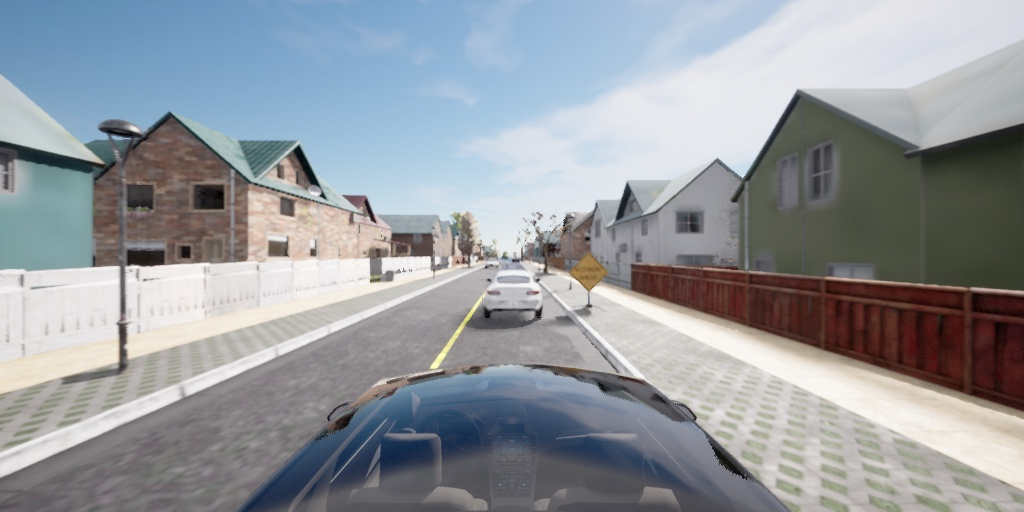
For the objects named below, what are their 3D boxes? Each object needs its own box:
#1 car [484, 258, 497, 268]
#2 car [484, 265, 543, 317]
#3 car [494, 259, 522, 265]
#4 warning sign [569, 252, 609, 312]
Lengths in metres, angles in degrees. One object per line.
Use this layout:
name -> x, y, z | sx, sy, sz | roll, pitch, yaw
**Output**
car -> -2.850, 1.047, 50.916 | 1.812, 1.442, 4.674 | 0, 0, 0
car -> 0.054, 1.210, 12.649 | 1.812, 1.442, 4.674 | 0, 0, 0
car -> 0.035, 1.166, 25.476 | 2.033, 1.411, 5.357 | 0, 0, 1
warning sign -> 2.514, 0.804, 11.703 | 1.300, 1.860, 1.060 | 0, 0, 0
